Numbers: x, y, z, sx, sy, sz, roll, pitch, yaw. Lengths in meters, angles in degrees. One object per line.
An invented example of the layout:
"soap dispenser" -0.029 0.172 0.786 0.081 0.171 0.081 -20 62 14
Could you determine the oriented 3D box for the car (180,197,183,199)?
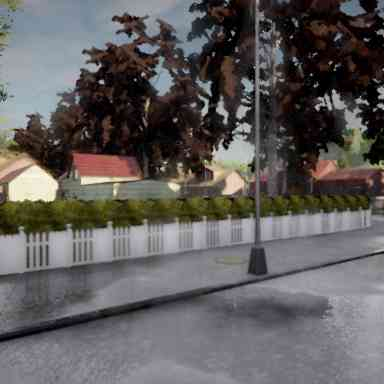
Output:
"car" -3.006 1.410 57.492 1.812 1.442 4.674 0 0 -35
